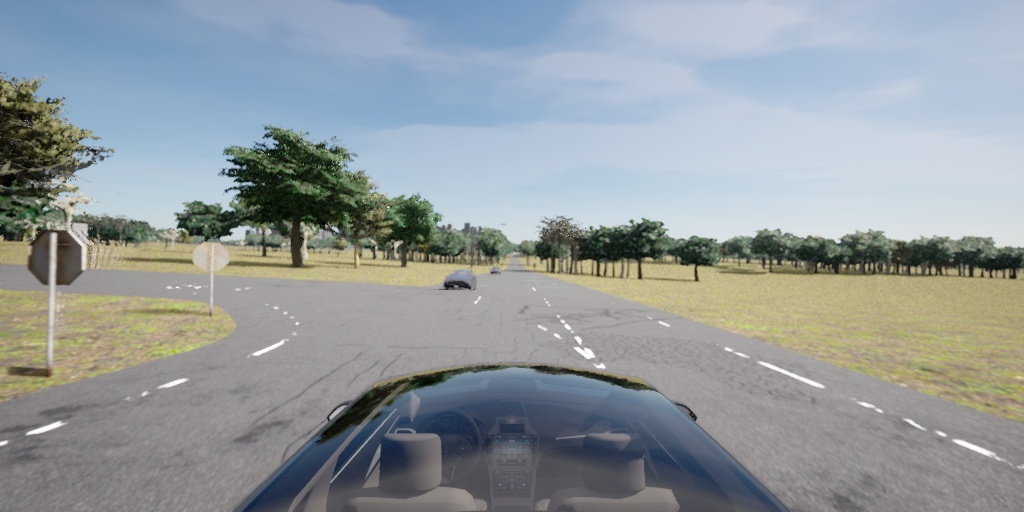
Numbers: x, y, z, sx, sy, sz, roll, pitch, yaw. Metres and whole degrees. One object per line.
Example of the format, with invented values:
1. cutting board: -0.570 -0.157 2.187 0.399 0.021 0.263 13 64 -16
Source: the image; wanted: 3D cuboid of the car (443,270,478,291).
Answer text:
1. car: -3.428 1.677 24.950 2.033 1.411 5.357 4 -3 0
